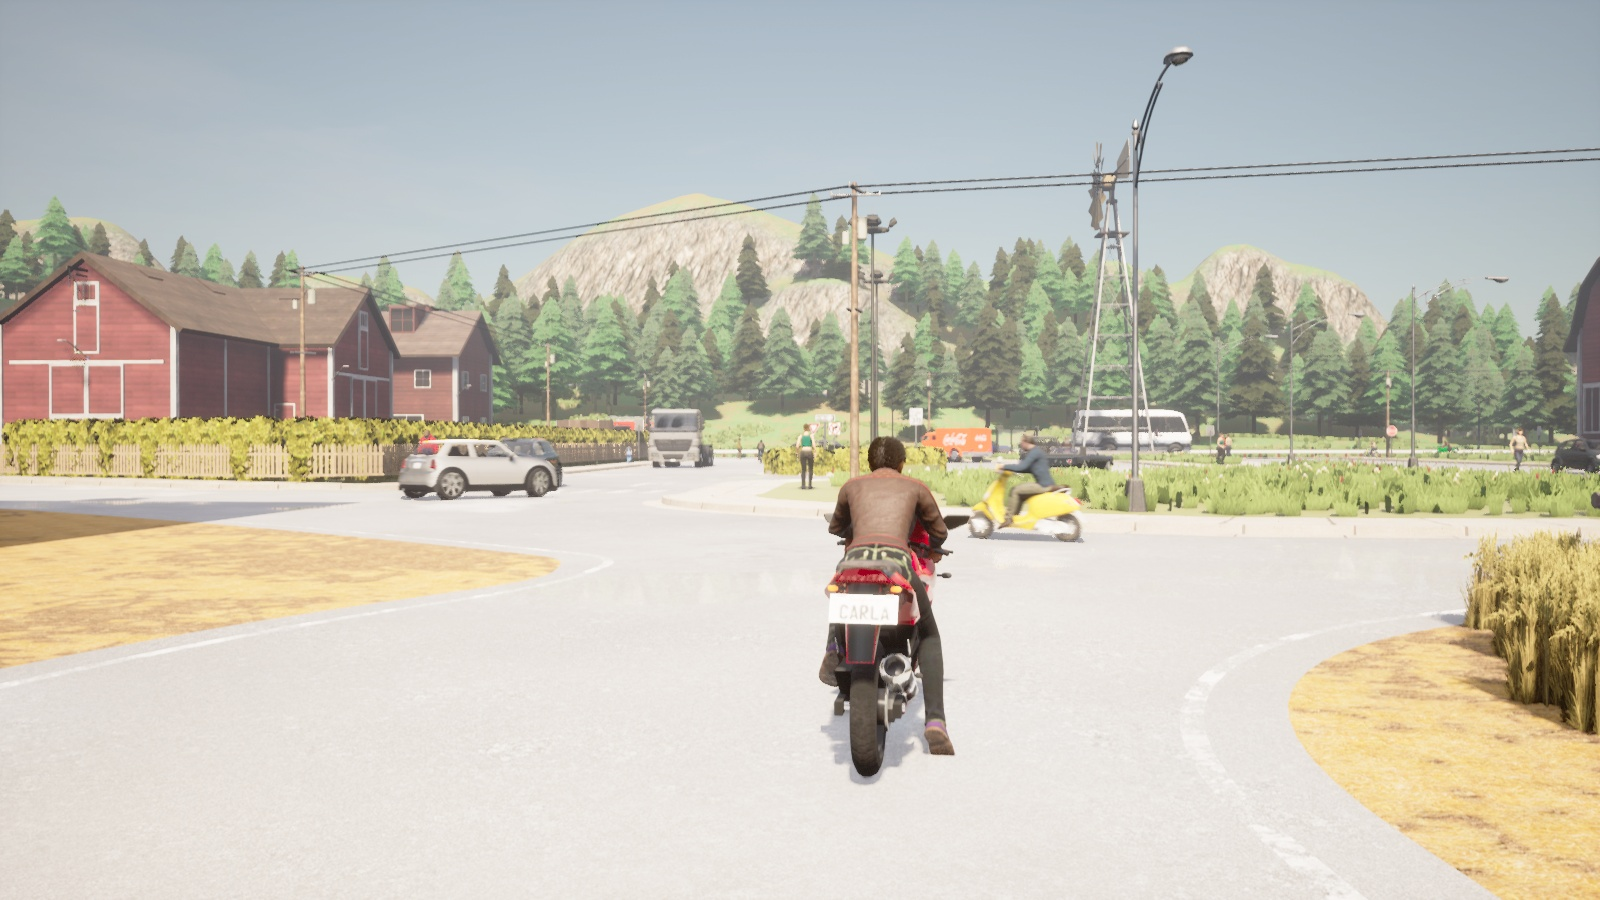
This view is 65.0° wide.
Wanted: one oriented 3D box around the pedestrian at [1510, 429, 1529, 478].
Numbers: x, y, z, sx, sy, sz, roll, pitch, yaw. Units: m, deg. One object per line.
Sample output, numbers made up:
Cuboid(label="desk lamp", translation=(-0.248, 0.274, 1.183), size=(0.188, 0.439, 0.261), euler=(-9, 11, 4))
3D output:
Cuboid(label="pedestrian", translation=(26.708, 0.125, 46.619), size=(0.345, 1.836, 0.594), euler=(0, 0, 2))

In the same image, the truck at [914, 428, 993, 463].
Cuboid(label="truck", translation=(10.939, -0.309, 89.679), size=(2.627, 2.467, 5.204), euler=(0, 0, -40))

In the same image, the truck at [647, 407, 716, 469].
Cuboid(label="truck", translation=(-6.874, -0.714, 74.036), size=(2.891, 3.462, 7.936), euler=(0, 0, 3))

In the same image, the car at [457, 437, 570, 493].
Cuboid(label="car", translation=(-8.994, 0.413, 39.848), size=(2.033, 1.649, 4.856), euler=(0, 1, 6))

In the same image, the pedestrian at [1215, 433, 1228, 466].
Cuboid(label="pedestrian", translation=(23.758, -0.022, 70.758), size=(0.345, 1.836, 0.594), euler=(0, 0, -24))

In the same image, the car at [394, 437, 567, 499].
Cuboid(label="car", translation=(-8.061, 0.433, 31.910), size=(1.970, 1.475, 3.806), euler=(0, 0, 42))

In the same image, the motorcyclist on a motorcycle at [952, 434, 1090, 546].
Cuboid(label="motorcyclist on a motorcycle", translation=(3.277, 0.565, 18.624), size=(1.817, 1.590, 0.866), euler=(0, -1, 27))

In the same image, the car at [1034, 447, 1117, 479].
Cuboid(label="car", translation=(11.861, 0.512, 53.927), size=(1.895, 1.301, 4.718), euler=(0, 0, 34))

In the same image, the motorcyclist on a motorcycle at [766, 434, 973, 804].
Cuboid(label="motorcyclist on a motorcycle", translation=(0.423, 0.689, 6.246), size=(0.797, 1.523, 2.044), euler=(0, 0, 10))

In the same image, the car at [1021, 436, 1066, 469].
Cuboid(label="car", translation=(13.797, 0.118, 71.367), size=(1.932, 1.855, 4.605), euler=(0, 0, 3))

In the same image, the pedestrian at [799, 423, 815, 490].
Cuboid(label="pedestrian", translation=(0.198, 0.174, 34.779), size=(0.345, 1.836, 0.594), euler=(0, 0, 12))

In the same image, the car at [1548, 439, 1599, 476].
Cuboid(label="car", translation=(35.523, 0.314, 56.175), size=(1.851, 1.617, 3.988), euler=(0, 0, 3))
